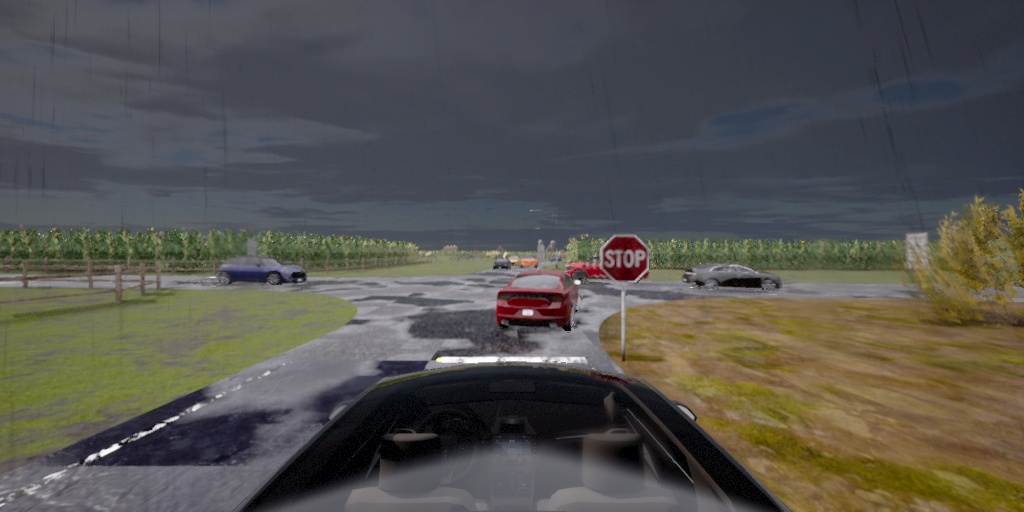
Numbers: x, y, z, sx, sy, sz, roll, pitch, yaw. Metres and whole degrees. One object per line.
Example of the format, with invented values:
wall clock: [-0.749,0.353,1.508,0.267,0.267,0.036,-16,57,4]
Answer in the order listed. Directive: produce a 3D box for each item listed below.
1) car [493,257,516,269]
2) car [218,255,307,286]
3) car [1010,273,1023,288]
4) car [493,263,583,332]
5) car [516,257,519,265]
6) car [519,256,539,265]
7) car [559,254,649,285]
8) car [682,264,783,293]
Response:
car: [-1.121,0.960,44.325,2.033,1.411,5.357,0,0,6]
car: [-14.986,0.840,21.704,4.553,1.767,2.097,0,0,4]
car: [33.244,1.303,21.438,4.892,1.490,1.837,0,0,7]
car: [0.971,1.152,10.792,1.882,1.535,5.008,0,1,14]
car: [0.344,0.817,54.292,1.882,1.535,5.008,0,0,10]
car: [2.625,0.718,50.279,2.097,1.767,4.553,0,0,9]
car: [6.216,0.838,24.051,5.566,2.045,2.150,0,0,5]
car: [12.092,1.170,19.835,4.902,1.511,2.128,0,0,5]
